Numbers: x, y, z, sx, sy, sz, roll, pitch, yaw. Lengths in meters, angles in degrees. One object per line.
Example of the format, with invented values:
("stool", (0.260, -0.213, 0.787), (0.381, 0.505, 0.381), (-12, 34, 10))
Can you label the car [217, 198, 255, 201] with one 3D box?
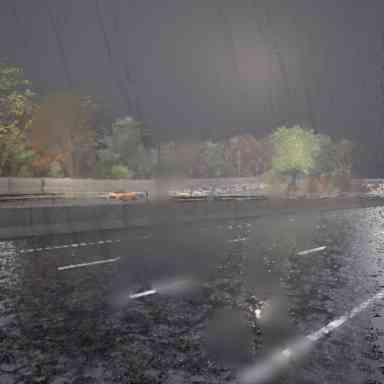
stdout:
("car", (5.497, 1.341, 35.164), (5.357, 1.411, 2.033), (0, 0, -43))

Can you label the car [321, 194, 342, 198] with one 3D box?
("car", (19.640, 1.304, 48.517), (4.674, 1.442, 1.812), (0, 0, -43))

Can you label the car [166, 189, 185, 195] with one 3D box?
("car", (-3.058, 0.262, 62.315), (1.882, 1.535, 5.008), (0, 2, 24))

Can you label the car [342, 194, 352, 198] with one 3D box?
("car", (27.712, 1.100, 60.937), (4.553, 1.767, 2.097), (0, 0, -43))

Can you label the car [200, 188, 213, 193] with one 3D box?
("car", (3.475, -0.244, 76.030), (1.812, 1.442, 4.674), (0, 2, 26))

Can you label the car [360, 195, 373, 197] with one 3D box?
("car", (31.007, 1.280, 59.242), (4.902, 1.511, 2.128), (0, 0, -43))

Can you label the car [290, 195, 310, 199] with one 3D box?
("car", (16.019, 1.245, 49.919), (4.902, 1.511, 2.128), (0, 0, -43))

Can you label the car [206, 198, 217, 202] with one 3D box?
("car", (2.481, 1.368, 37.130), (4.718, 1.301, 1.895), (0, 0, -43))

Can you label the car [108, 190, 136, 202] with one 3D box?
("car", (-9.804, 0.456, 46.657), (2.097, 1.767, 4.553), (0, 1, 24))
